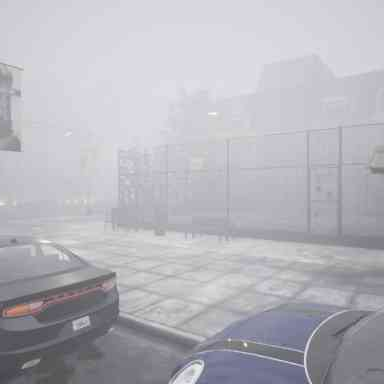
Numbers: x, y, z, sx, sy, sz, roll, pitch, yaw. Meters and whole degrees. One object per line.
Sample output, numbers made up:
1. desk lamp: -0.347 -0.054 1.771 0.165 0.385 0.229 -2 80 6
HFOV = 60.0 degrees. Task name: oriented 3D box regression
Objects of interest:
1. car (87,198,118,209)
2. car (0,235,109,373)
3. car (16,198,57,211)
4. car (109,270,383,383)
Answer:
1. car: -11.979 1.547 46.546 2.033 1.411 5.357 0 0 35
2. car: -3.394 1.480 5.556 5.008 1.535 2.097 0 0 35
3. car: -19.516 1.477 41.895 1.882 1.535 5.008 0 0 35
4. car: 1.917 1.354 1.937 4.553 1.767 2.185 0 0 35
